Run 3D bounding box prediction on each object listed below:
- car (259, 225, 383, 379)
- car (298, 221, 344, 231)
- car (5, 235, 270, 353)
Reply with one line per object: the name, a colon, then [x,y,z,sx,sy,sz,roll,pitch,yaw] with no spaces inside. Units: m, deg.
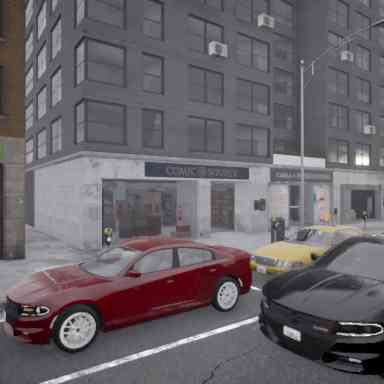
car: [3.278,1.479,5.557,5.008,1.535,1.882,0,0,-35]
car: [3.624,1.528,9.298,4.829,1.417,1.752,0,0,-35]
car: [-0.871,1.545,6.129,4.507,1.381,1.887,0,0,-35]
